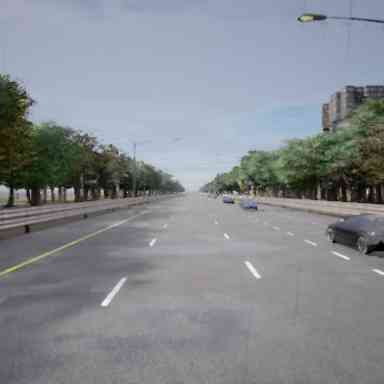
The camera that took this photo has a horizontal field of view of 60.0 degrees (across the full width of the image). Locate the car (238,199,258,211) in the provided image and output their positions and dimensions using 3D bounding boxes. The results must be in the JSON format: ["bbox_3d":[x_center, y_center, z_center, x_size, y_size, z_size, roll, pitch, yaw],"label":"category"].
[{"bbox_3d":[7.033,1.563,41.981,2.033,1.411,5.357,0,0,0],"label":"car"}]

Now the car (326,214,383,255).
[{"bbox_3d":[7.006,1.566,13.279,1.994,1.385,4.181,0,0,0],"label":"car"}]

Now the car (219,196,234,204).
[{"bbox_3d":[7.117,1.606,65.941,1.994,1.385,4.181,0,0,0],"label":"car"}]
